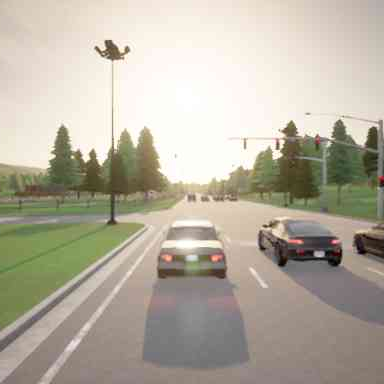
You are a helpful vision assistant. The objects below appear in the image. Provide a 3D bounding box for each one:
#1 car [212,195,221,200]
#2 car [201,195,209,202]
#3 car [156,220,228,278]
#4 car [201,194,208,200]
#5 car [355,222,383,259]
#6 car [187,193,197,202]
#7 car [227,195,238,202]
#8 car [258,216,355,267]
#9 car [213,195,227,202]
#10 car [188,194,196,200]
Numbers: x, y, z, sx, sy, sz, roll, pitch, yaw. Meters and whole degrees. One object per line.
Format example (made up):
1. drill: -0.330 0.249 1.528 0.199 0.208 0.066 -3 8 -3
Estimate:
1. car: 6.964 1.559 95.273 2.033 1.411 5.357 0 0 0
2. car: 3.468 1.698 84.851 2.033 1.411 5.357 0 0 0
3. car: 0.001 1.568 10.164 2.033 1.411 5.357 0 0 0
4. car: 3.464 1.497 95.271 1.882 1.535 5.008 0 0 0
5. car: 7.004 1.586 10.903 1.994 1.385 4.181 0 0 1
6. car: -0.032 1.383 84.880 2.150 2.045 5.566 0 0 0
7. car: 10.467 1.755 85.300 1.895 1.301 4.718 0 0 0
8. car: 3.515 1.548 11.443 1.812 1.442 4.674 0 0 0
9. car: 6.967 1.515 85.239 2.097 1.767 4.553 0 0 0
10. car: -0.036 1.374 95.240 2.097 1.767 4.553 0 0 0
